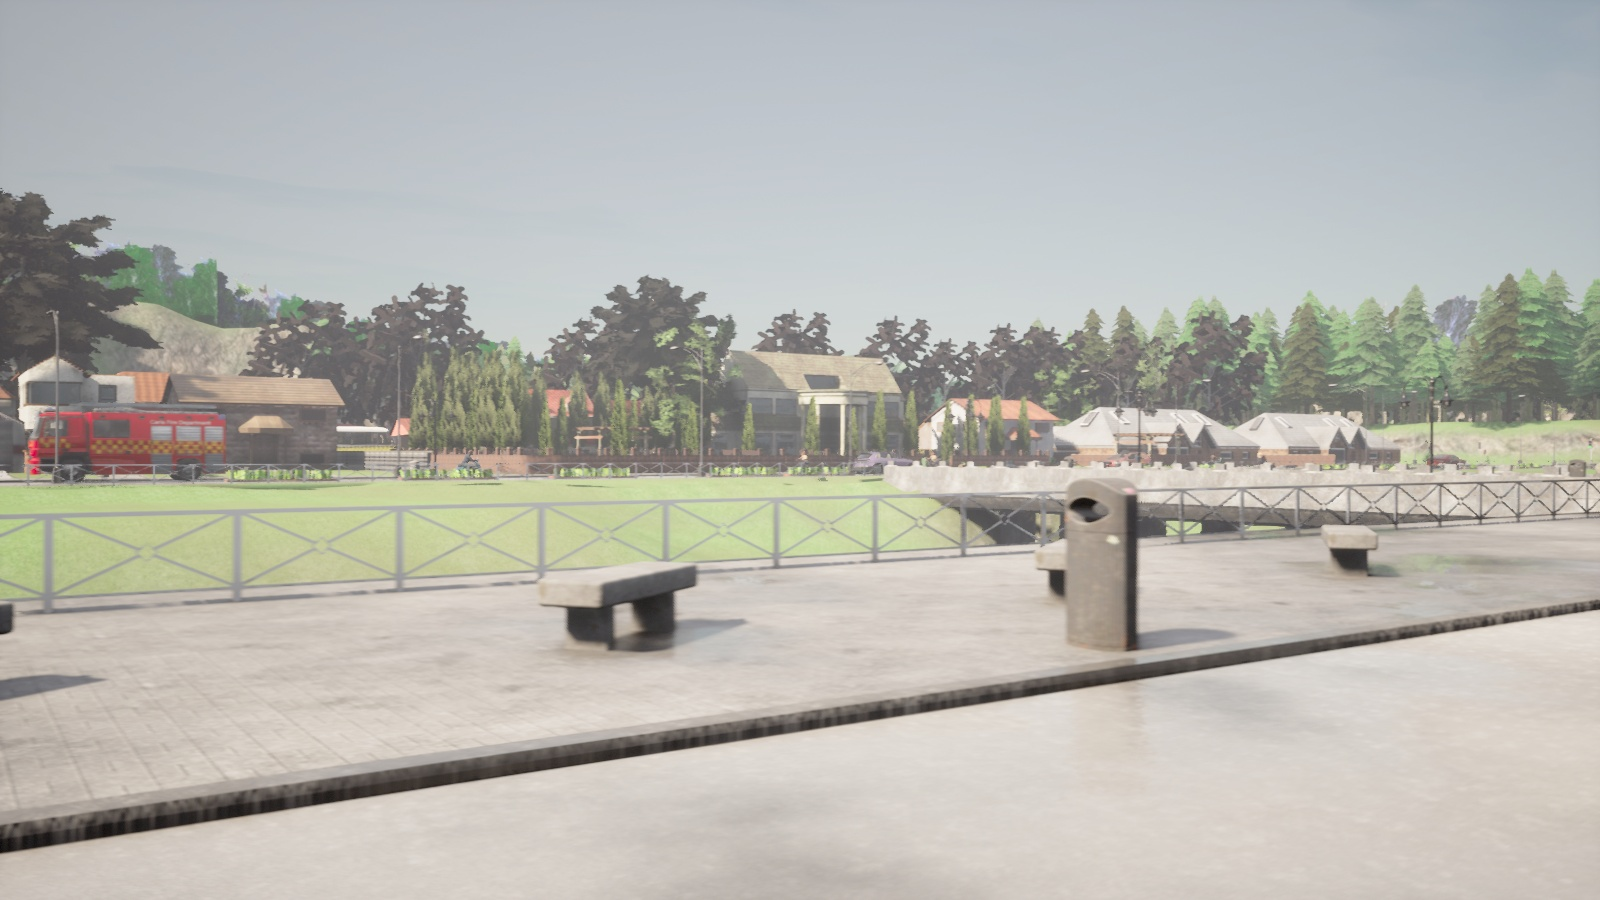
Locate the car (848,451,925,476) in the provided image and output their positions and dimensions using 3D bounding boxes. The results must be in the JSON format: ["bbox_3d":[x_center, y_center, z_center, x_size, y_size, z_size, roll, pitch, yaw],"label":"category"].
[{"bbox_3d":[5.766,0.867,83.441,4.856,1.649,2.033,0,0,-35],"label":"car"}]

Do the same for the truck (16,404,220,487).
[{"bbox_3d":[-33.152,-0.200,61.242,8.468,3.827,2.891,0,0,-35],"label":"truck"}]
